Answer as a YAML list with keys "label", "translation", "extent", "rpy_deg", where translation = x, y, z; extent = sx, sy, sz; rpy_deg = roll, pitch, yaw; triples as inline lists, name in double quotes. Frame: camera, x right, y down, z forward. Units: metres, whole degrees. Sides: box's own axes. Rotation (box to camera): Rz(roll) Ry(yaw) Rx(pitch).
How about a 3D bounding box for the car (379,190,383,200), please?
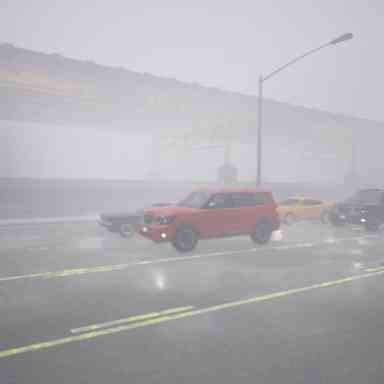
- label: "car"
  translation: [32.917, 0.423, 55.839]
  extent: [2.038, 1.542, 4.974]
  rpy_deg: [1, 2, 23]

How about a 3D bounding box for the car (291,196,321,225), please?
- label: "car"
  translation: [6.264, 1.033, 19.767]
  extent: [5.008, 1.535, 1.882]
  rpy_deg: [0, 2, -31]

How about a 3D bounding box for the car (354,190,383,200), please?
- label: "car"
  translation: [28.951, 0.431, 53.492]
  extent: [4.974, 1.542, 2.038]
  rpy_deg: [1, 2, 13]

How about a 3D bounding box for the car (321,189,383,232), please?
- label: "car"
  translation: [9.819, 0.874, 17.794]
  extent: [5.566, 2.045, 2.150]
  rpy_deg: [0, 2, -30]

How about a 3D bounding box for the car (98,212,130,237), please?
- label: "car"
  translation: [-1.751, 1.173, 15.060]
  extent: [4.718, 1.301, 1.895]
  rpy_deg: [0, 2, -30]

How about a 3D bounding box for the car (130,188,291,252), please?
- label: "car"
  translation: [0.820, 0.894, 12.501]
  extent: [5.566, 2.045, 2.150]
  rpy_deg: [0, 2, -30]
